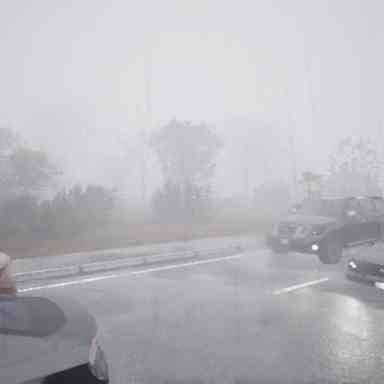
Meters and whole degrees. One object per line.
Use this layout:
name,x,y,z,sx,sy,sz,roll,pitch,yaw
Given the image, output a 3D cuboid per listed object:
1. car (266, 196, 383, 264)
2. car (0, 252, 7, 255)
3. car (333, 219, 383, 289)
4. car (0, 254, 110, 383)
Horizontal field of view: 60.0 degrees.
car,5.118,1.171,11.937,5.566,2.045,2.150,0,0,-35
car,-5.235,1.488,4.554,5.008,1.535,1.882,0,0,-35
car,6.032,1.503,8.292,5.357,1.411,2.033,0,0,-36
car,-2.942,1.501,1.890,4.902,1.511,2.128,0,0,-35
